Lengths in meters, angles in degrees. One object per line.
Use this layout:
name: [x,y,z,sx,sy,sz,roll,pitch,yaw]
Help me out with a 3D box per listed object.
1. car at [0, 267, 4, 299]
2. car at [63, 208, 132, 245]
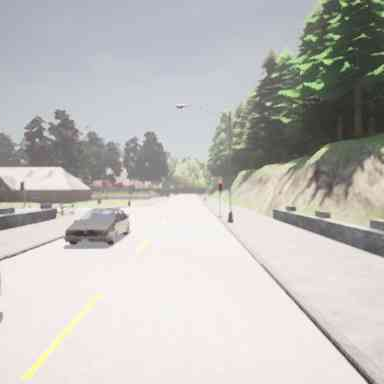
car: [-4.097,1.471,3.618,2.128,1.511,4.902,0,0,0]
car: [-4.076,1.456,15.376,2.033,1.411,5.357,0,0,0]
